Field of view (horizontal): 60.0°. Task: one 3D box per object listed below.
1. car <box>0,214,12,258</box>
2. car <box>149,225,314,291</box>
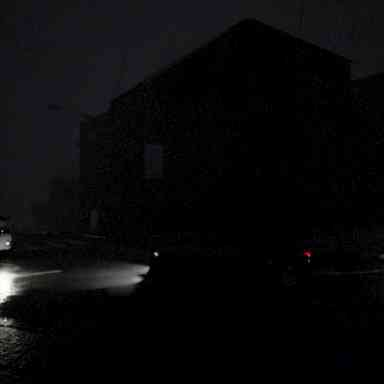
[{"bbox_3d":[-8.733,1.473,13.180,2.150,2.045,5.566,0,-3,-37],"label":"car"},{"bbox_3d":[0.991,1.599,8.811,4.181,1.385,1.994,0,-1,11],"label":"car"}]
